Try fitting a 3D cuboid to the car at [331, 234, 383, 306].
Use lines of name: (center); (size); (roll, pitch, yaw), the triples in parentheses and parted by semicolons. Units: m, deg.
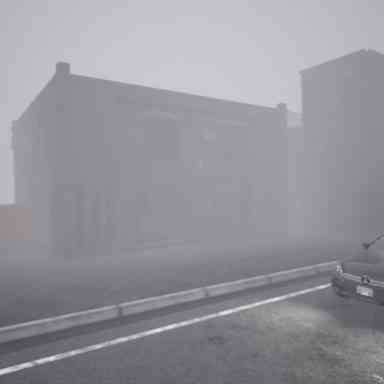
car: (5.076, 1.581, 7.461); (4.674, 1.442, 1.812); (1, 0, -35)
